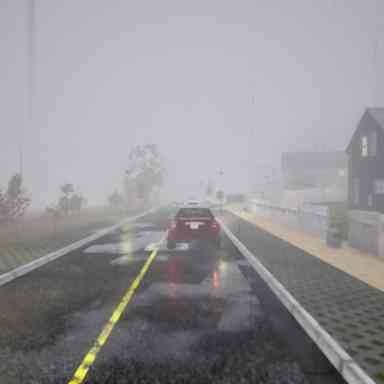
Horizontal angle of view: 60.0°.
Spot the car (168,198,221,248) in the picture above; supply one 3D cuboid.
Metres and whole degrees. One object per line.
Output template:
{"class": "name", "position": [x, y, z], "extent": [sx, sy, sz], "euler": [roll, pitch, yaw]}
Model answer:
{"class": "car", "position": [0.095, 1.341, 14.837], "extent": [2.097, 1.767, 4.553], "euler": [0, 0, 0]}

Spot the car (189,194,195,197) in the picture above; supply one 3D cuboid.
{"class": "car", "position": [-0.017, 1.421, 87.260], "extent": [1.994, 1.385, 4.181], "euler": [0, 0, 0]}

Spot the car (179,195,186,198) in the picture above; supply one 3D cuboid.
{"class": "car", "position": [-2.768, 1.476, 93.738], "extent": [1.882, 1.535, 5.008], "euler": [0, 0, 0]}
